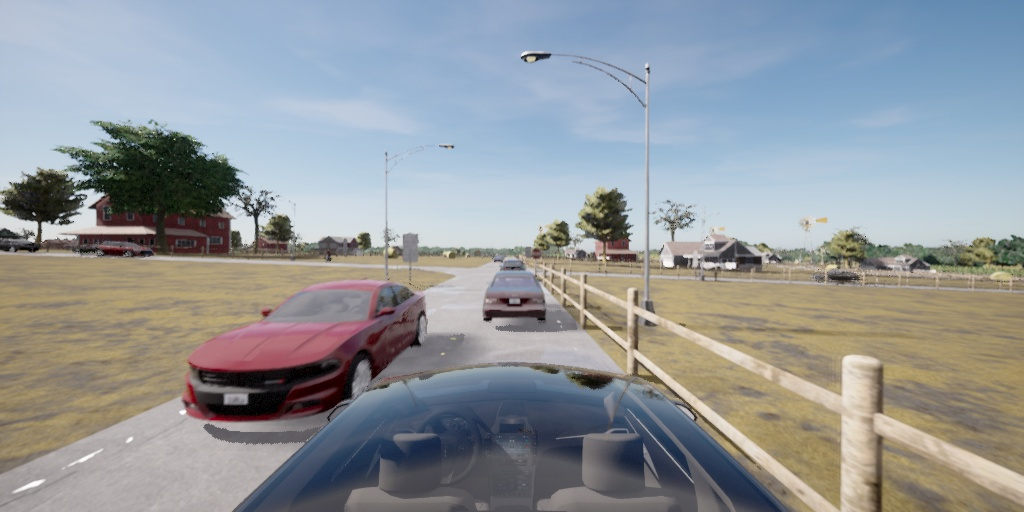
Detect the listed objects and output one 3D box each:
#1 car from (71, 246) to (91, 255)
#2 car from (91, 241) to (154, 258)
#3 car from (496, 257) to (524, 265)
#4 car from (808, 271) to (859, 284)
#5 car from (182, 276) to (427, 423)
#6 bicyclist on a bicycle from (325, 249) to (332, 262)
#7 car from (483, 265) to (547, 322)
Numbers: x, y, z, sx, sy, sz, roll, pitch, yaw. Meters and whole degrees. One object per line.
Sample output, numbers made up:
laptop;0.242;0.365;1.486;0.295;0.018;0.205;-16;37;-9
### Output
car;-47.183;-0.719;41.038;4.718;1.301;1.895;2;0;0
car;-41.081;-0.730;38.170;4.553;1.767;2.097;2;0;0
car;0.115;1.015;25.698;1.837;1.490;4.892;0;0;2
car;36.942;2.406;41.214;4.892;1.490;1.837;3;0;0
car;-2.848;1.178;6.196;1.882;1.535;5.008;0;1;0
bicyclist on a bicycle;-22.622;-0.001;44.165;0.582;1.620;1.656;2;0;0
car;0.081;1.189;11.806;2.033;1.411;5.357;0;1;0
